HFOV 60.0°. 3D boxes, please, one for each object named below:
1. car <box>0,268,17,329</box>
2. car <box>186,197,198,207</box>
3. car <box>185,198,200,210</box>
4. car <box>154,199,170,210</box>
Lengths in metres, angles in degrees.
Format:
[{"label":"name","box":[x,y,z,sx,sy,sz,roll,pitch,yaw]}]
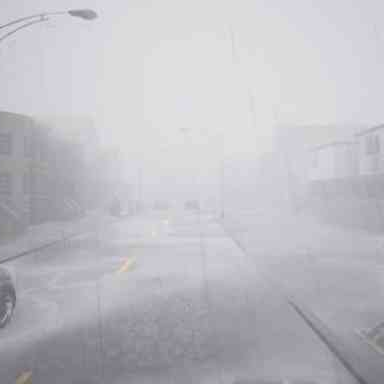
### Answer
[{"label":"car","box":[-4.071,1.583,4.132,1.994,1.385,4.181,0,0,0]},{"label":"car","box":[0.009,1.719,56.324,1.882,1.535,5.008,0,0,0]},{"label":"car","box":[0.008,1.675,45.947,1.882,1.535,5.008,0,0,0]},{"label":"car","box":[-4.039,1.720,45.278,1.812,1.442,4.674,0,0,1]}]
